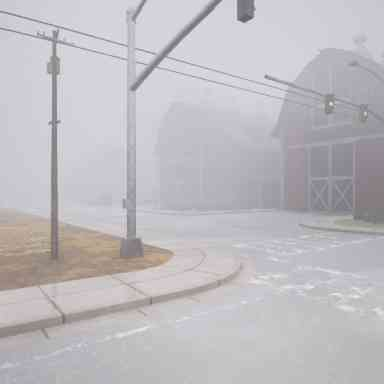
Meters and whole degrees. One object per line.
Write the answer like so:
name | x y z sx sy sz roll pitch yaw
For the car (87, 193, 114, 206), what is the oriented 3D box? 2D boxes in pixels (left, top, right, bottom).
car | -13.846 1.118 50.577 3.866 1.878 1.905 -2 5 11
